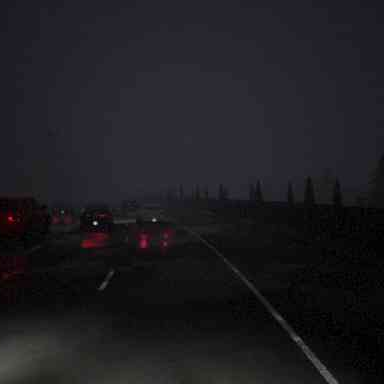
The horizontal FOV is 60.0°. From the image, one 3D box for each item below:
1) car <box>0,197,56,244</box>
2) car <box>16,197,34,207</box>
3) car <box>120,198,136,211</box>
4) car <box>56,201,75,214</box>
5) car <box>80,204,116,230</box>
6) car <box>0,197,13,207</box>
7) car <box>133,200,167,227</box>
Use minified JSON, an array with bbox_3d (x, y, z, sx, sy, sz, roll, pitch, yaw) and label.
[{"bbox_3d":[-8.472,1.231,15.949,2.150,2.045,5.566,0,0,-10],"label":"car"},{"bbox_3d":[-25.955,1.552,51.868,1.812,1.442,4.674,0,0,-17],"label":"car"},{"bbox_3d":[-7.573,1.495,40.055,1.837,1.490,4.892,0,0,-17],"label":"car"},{"bbox_3d":[-13.096,1.608,34.175,1.895,1.301,4.718,0,0,-17],"label":"car"},{"bbox_3d":[-6.041,1.506,21.399,1.837,1.490,4.892,0,1,-12],"label":"car"},{"bbox_3d":[-29.824,1.541,52.592,1.837,1.490,4.892,0,0,-16],"label":"car"},{"bbox_3d":[-2.860,1.515,23.023,1.812,1.442,4.674,0,0,-13],"label":"car"}]
